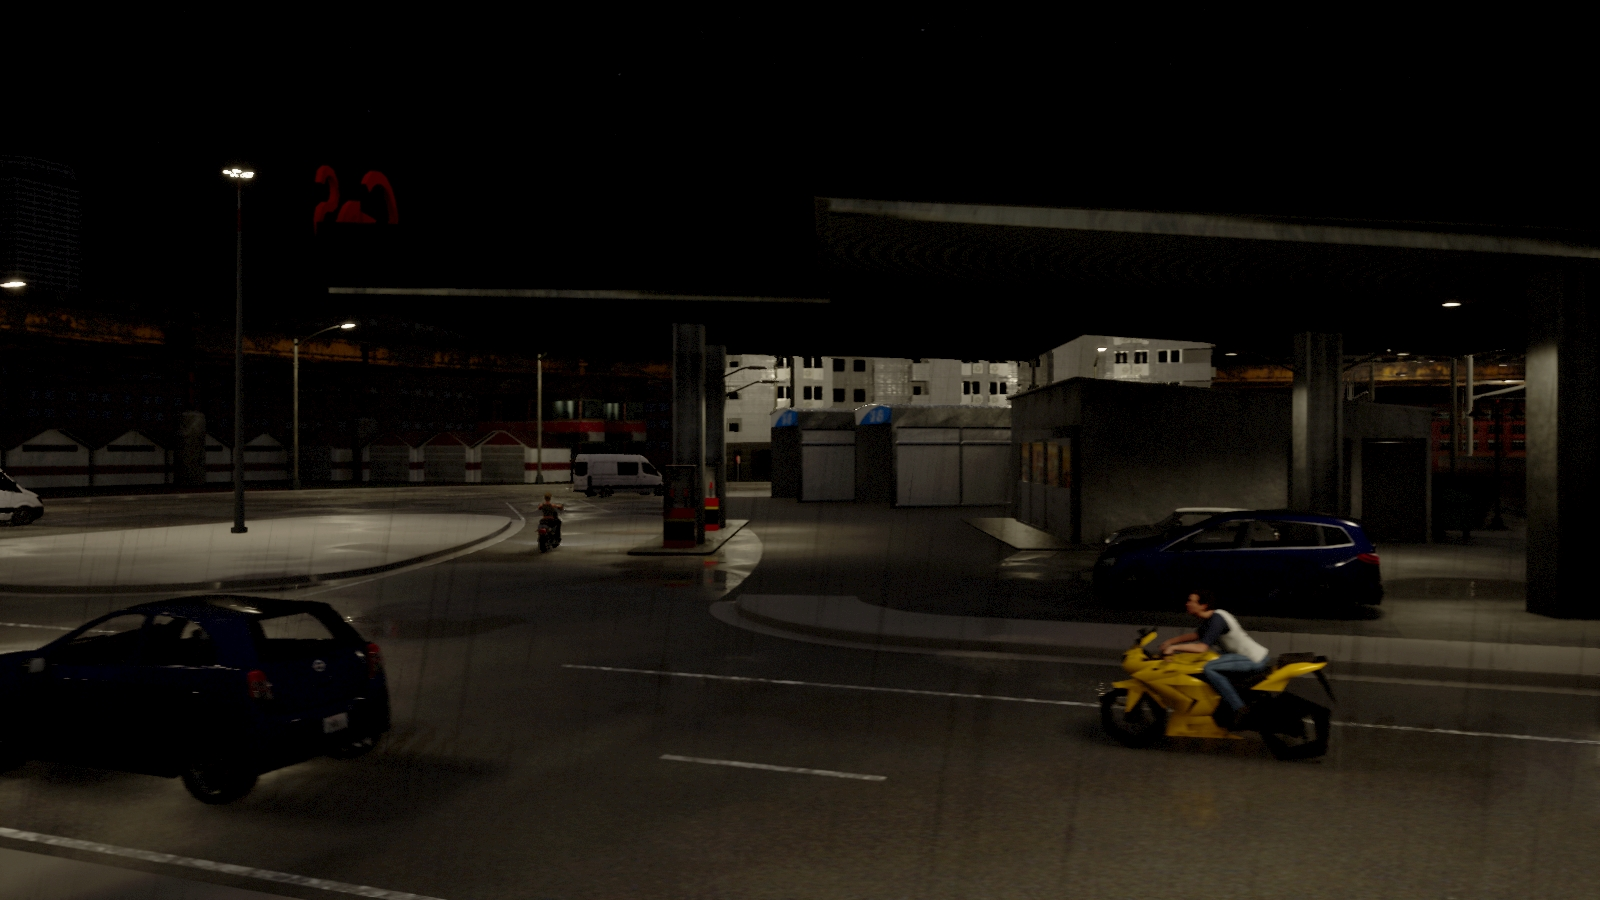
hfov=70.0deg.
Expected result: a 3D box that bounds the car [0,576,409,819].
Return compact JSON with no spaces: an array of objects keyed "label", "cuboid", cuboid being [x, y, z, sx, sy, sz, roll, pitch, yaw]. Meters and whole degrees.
[{"label":"car","cuboid":[-5.568,2.038,10.122,3.633,1.501,1.845,0,0,20]}]

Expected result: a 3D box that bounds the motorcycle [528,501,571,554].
[{"label":"motorcycle","cuboid":[-6.998,2.141,32.012,0.764,1.332,2.356,0,0,-2]}]
